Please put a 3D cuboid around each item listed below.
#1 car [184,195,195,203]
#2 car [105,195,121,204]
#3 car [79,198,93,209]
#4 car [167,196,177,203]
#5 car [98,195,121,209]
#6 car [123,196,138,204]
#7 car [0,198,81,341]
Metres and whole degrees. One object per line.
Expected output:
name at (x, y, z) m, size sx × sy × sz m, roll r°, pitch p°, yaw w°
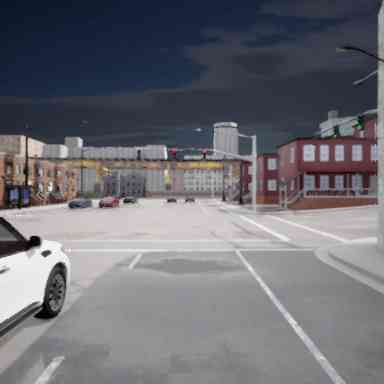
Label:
car at (-0.433, 1.390, 65.475) m, size 1.812 × 1.442 × 4.674 m, roll 0°, pitch 0°, yaw 0°
car at (-14.420, 1.352, 61.042) m, size 1.882 × 1.535 × 5.008 m, roll 0°, pitch 0°, yaw 0°
car at (-14.370, 1.458, 43.263) m, size 2.033 × 1.411 × 5.357 m, roll 0°, pitch 0°, yaw 0°
car at (-3.933, 1.466, 65.477) m, size 1.895 × 1.301 × 4.718 m, roll 0°, pitch 0°, yaw 0°
car at (-10.870, 1.387, 43.786) m, size 1.882 × 1.535 × 5.008 m, roll 0°, pitch 0°, yaw 0°
car at (-10.927, 1.424, 59.182) m, size 2.033 × 1.411 × 5.357 m, roll 0°, pitch 0°, yaw 0°
car at (-3.452, 1.213, 4.188) m, size 2.150 × 2.045 × 5.566 m, roll 0°, pitch 0°, yaw 0°
